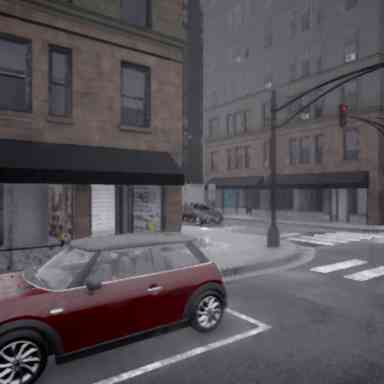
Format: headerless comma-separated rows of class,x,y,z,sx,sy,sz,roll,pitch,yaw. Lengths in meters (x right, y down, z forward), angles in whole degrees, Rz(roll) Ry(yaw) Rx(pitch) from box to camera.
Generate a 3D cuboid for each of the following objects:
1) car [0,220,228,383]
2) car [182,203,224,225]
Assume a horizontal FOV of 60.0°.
car,-1.461,1.440,5.147,4.097,1.590,1.967,0,0,-36
car,0.265,1.561,23.775,1.837,1.490,4.892,0,0,-35
